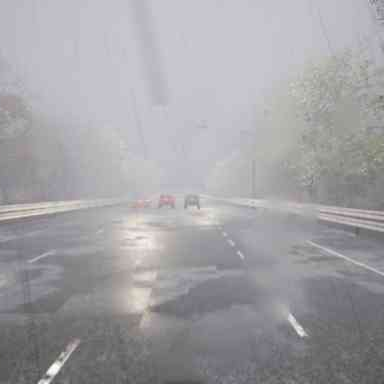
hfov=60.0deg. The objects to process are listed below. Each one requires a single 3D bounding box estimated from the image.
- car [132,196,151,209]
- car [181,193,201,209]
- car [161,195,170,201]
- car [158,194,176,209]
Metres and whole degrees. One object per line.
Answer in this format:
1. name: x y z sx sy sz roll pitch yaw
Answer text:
1. car: -6.994 1.374 46.734 2.097 1.767 4.553 0 0 0
2. car: 0.006 1.244 46.751 2.150 2.045 5.566 0 0 0
3. car: -6.987 1.557 88.580 1.882 1.535 5.008 0 0 0
4. car: -3.494 1.244 46.813 2.150 2.045 5.566 0 0 0
